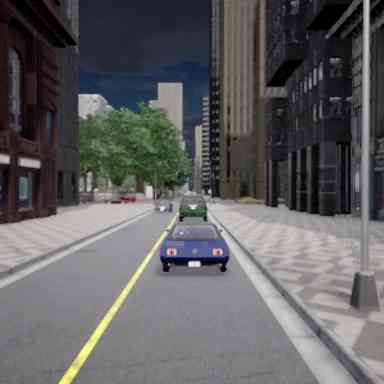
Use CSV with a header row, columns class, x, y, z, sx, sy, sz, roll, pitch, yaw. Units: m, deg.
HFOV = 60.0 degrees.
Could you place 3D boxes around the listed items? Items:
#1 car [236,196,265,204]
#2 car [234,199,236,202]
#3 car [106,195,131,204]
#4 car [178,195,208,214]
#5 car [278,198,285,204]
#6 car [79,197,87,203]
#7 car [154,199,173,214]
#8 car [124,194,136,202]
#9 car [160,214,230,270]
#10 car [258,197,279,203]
class,x,y,z,sx,sy,sz,roll,pitch,yaw
car,11.775,1.794,66.176,4.829,1.417,1.752,0,1,0
car,11.644,1.693,74.702,4.403,1.369,2.008,0,1,0
car,-15.060,1.811,66.327,4.313,1.339,1.947,0,1,0
car,0.089,1.260,26.907,2.150,2.045,5.566,0,0,0
car,17.118,1.826,66.147,4.403,1.369,2.008,0,1,0
car,-25.933,1.683,74.912,4.313,1.339,1.947,0,1,0
car,-3.092,1.556,36.904,2.128,1.511,4.902,0,0,0
car,-15.021,1.434,74.847,5.009,1.841,2.192,0,1,0
car,0.081,1.614,10.983,1.895,1.301,4.718,0,0,0
car,17.157,1.714,74.671,4.313,1.339,1.947,0,1,0
